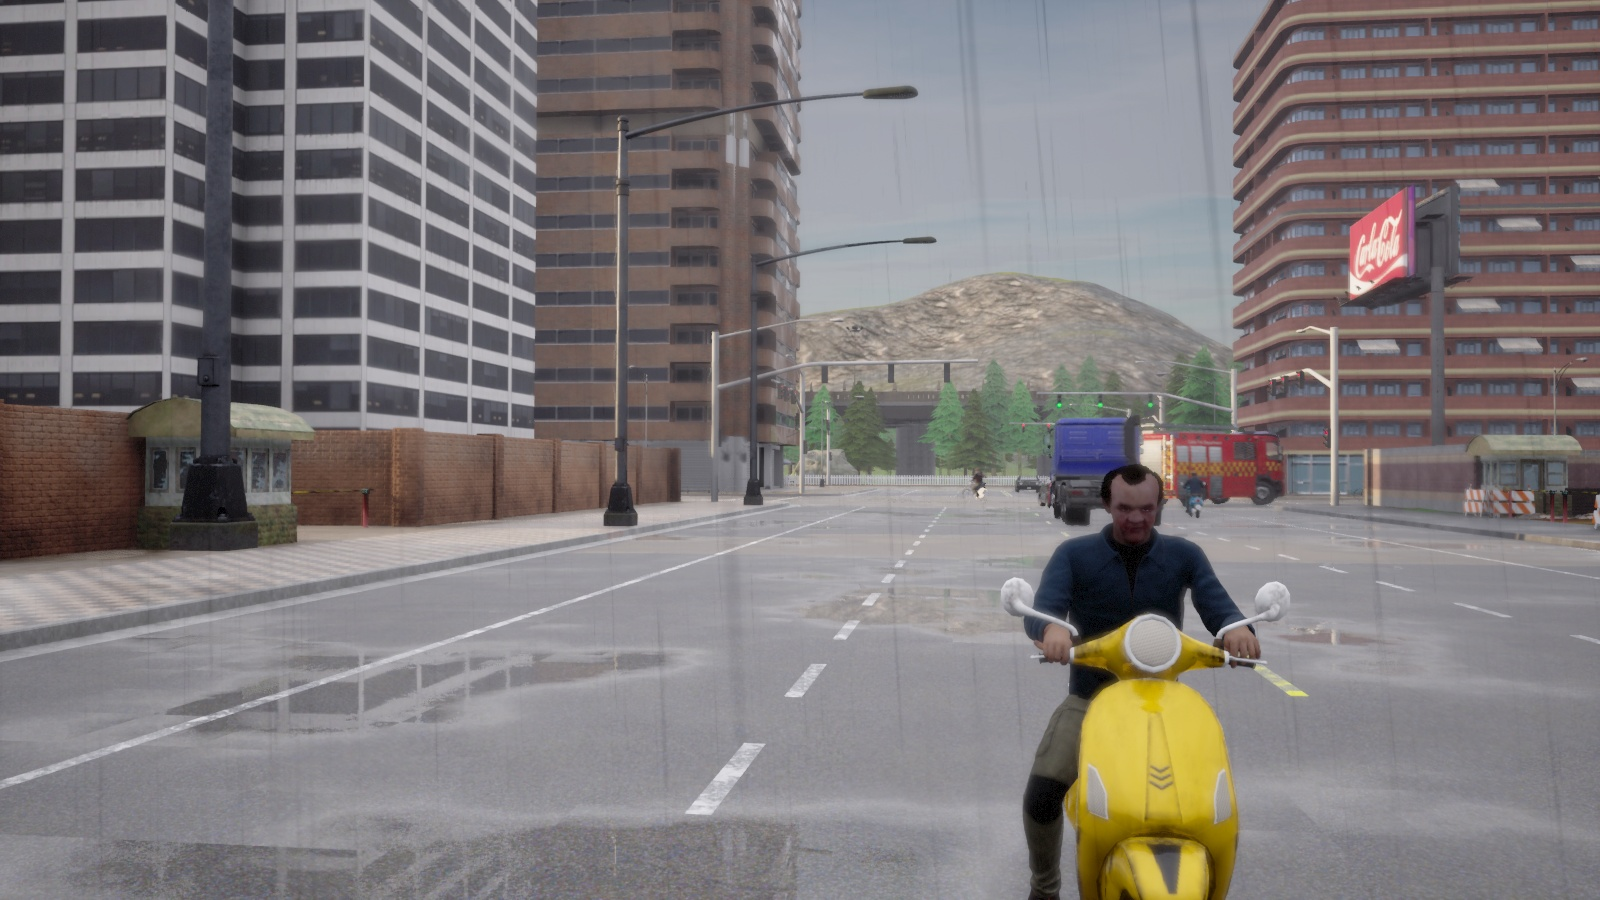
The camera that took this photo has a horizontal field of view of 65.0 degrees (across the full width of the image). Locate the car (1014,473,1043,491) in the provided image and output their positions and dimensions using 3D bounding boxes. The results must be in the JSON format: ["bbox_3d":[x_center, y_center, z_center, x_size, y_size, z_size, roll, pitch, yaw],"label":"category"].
[{"bbox_3d":[17.337,2.444,95.418,1.895,1.301,4.718,0,-1,8],"label":"car"}]

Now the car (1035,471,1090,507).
[{"bbox_3d":[11.560,1.710,55.503,1.845,1.501,3.633,0,-1,3],"label":"car"}]

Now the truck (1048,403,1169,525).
[{"bbox_3d":[9.588,0.461,39.812,2.891,3.462,7.936,0,-1,8],"label":"truck"}]

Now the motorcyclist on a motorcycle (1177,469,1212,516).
[{"bbox_3d":[13.637,1.442,43.473,0.866,1.590,1.817,0,-1,8],"label":"motorcyclist on a motorcycle"}]

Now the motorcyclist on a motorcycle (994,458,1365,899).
[{"bbox_3d":[1.080,0.831,4.042,0.866,1.590,1.817,0,-1,8],"label":"motorcyclist on a motorcycle"}]

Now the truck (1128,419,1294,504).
[{"bbox_3d":[19.656,0.573,59.827,8.468,3.827,2.891,0,-1,-34],"label":"truck"}]
